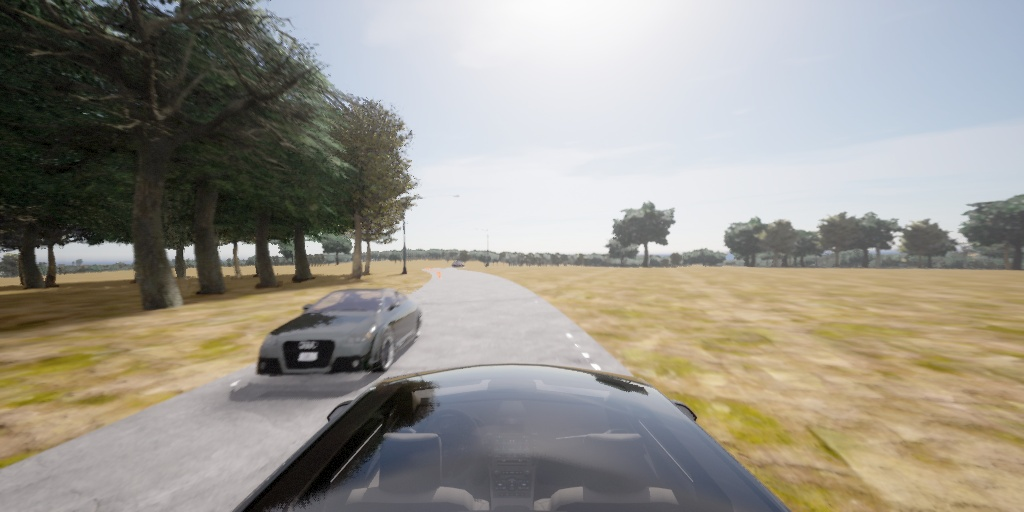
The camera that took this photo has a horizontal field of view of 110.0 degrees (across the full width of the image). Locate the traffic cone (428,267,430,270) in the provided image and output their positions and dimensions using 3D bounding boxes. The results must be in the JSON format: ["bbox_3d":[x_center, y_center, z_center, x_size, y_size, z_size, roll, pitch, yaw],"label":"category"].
[{"bbox_3d":[-13.431,2.240,59.910,0.340,0.580,0.340,0,0,-18],"label":"traffic cone"}]

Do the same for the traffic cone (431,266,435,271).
[{"bbox_3d":[-11.934,2.184,55.217,0.340,0.580,0.340,0,0,-17],"label":"traffic cone"}]

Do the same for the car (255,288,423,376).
[{"bbox_3d":[-3.220,1.383,7.568,1.994,1.385,4.181,-1,0,-2],"label":"car"}]

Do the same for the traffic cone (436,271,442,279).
[{"bbox_3d":[-7.245,1.990,36.090,0.340,0.580,0.340,0,0,-11],"label":"traffic cone"}]
